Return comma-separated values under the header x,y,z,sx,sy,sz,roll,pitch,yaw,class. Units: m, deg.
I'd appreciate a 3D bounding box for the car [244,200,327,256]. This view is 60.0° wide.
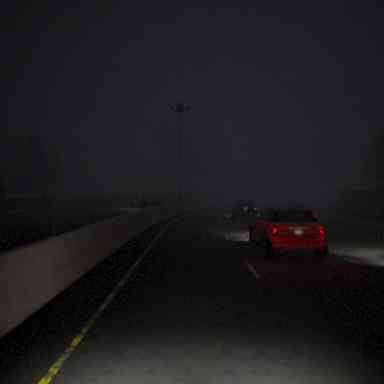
x,y,z,sx,sy,sz,roll,pitch,yaw,class
3.590,1.365,13.277,2.097,1.767,4.553,0,0,0,car

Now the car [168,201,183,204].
x,y,z,sx,sy,sz,roll,pitch,yaw,class
-2.099,1.574,47.757,1.812,1.442,4.674,0,0,18,car

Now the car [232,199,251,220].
x,y,z,sx,sy,sz,roll,pitch,yaw,class
4.503,1.381,28.459,2.097,1.767,4.553,0,0,7,car

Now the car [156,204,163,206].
x,y,z,sx,sy,sz,roll,pitch,yaw,class
-5.754,1.526,47.810,1.882,1.535,5.008,0,0,18,car

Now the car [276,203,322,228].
x,y,z,sx,sy,sz,roll,pitch,yaw,class
7.473,1.571,23.863,2.033,1.411,5.357,0,0,5,car
